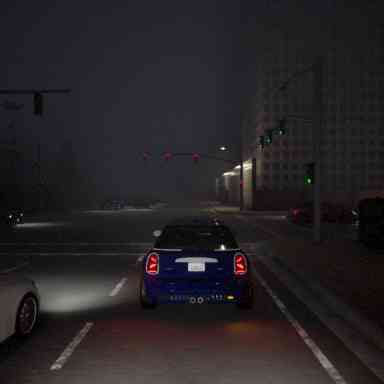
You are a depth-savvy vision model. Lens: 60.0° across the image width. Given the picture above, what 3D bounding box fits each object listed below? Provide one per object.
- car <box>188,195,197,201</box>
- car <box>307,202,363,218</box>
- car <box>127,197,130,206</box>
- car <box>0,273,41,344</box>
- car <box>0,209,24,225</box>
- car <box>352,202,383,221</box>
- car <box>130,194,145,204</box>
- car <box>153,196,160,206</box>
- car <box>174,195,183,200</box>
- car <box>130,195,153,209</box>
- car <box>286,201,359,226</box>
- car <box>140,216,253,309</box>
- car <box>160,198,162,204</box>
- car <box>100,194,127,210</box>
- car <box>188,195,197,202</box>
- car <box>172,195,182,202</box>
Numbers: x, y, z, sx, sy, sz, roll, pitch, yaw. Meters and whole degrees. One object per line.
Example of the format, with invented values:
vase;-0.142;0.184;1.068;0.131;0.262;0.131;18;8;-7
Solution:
car;0.132;1.540;83.814;2.033;1.411;5.357;0;0;0
car;12.999;1.619;30.415;4.181;1.385;1.994;0;0;0
car;-10.500;1.477;53.839;1.882;1.535;5.008;0;0;0
car;-3.433;1.526;3.599;1.812;1.442;4.674;0;0;1
car;-14.773;1.581;23.199;5.357;1.411;2.033;0;0;0
car;15.844;1.560;26.915;4.892;1.490;1.837;0;0;0
car;-10.449;1.352;63.619;2.097;1.767;4.553;0;0;1
car;-6.993;1.505;55.195;1.837;1.490;4.892;0;0;0
car;-3.368;1.423;83.754;1.895;1.301;4.718;0;0;0
car;-7.012;1.526;46.301;1.812;1.442;4.674;0;0;0
car;9.043;1.408;23.213;4.553;1.767;2.097;0;0;0
car;0.095;1.352;8.032;2.097;1.767;4.553;0;0;0
car;-6.940;1.564;65.241;1.994;1.385;4.181;0;0;0
car;-10.521;1.221;44.067;2.150;2.045;5.566;0;0;0
car;0.123;1.355;73.832;2.097;1.767;4.553;0;0;0
car;-3.384;1.469;73.501;1.882;1.535;5.008;0;0;0
